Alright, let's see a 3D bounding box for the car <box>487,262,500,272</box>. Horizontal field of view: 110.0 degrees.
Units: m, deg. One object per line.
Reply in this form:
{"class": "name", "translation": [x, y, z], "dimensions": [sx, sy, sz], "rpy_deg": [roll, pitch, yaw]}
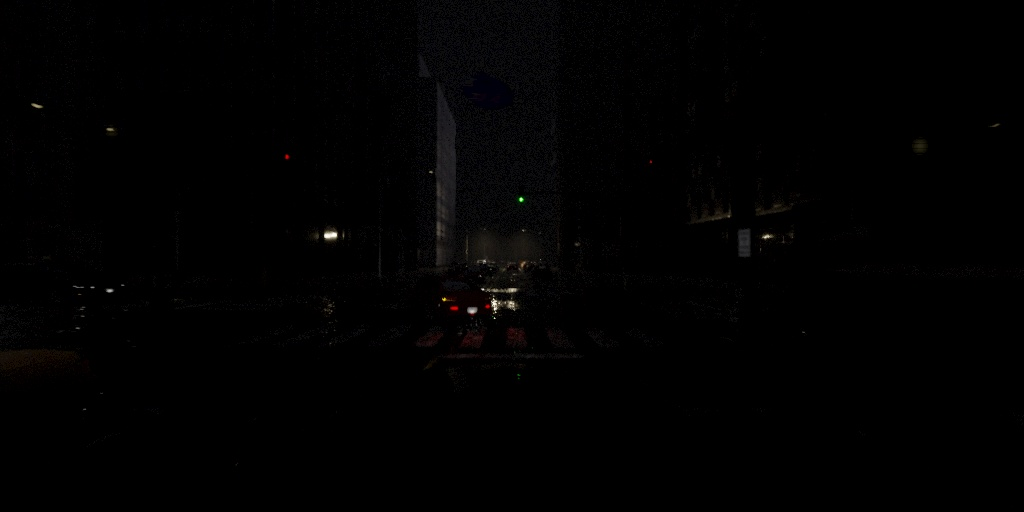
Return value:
{"class": "car", "translation": [-2.993, 1.744, 59.452], "dimensions": [1.837, 1.490, 4.892], "rpy_deg": [0, -1, 0]}

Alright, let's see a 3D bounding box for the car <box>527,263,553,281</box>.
{"class": "car", "translation": [2.766, 1.462, 34.238], "dimensions": [1.967, 1.591, 4.097], "rpy_deg": [0, 0, 0]}

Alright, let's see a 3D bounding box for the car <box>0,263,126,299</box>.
{"class": "car", "translation": [-17.821, 1.033, 13.739], "dimensions": [4.892, 1.490, 1.837], "rpy_deg": [1, 0, 0]}

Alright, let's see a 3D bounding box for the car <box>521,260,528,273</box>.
{"class": "car", "translation": [2.769, 1.712, 50.550], "dimensions": [2.007, 1.370, 4.403], "rpy_deg": [0, 0, 0]}

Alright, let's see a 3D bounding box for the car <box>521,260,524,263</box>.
{"class": "car", "translation": [2.769, 1.754, 55.988], "dimensions": [1.888, 1.381, 4.507], "rpy_deg": [0, 0, 0]}

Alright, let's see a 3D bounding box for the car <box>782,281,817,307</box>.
{"class": "car", "translation": [15.675, 1.691, 16.987], "dimensions": [5.008, 1.535, 1.882], "rpy_deg": [1, 0, 0]}

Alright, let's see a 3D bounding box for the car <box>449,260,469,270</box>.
{"class": "car", "translation": [-5.758, 1.384, 39.677], "dimensions": [2.192, 1.841, 5.009], "rpy_deg": [0, 0, 0]}

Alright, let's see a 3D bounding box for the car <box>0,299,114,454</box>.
{"class": "car", "translation": [-5.763, 1.280, 2.100], "dimensions": [1.751, 1.417, 4.829], "rpy_deg": [0, 0, 0]}

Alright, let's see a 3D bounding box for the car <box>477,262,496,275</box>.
{"class": "car", "translation": [-3.081, 1.627, 39.057], "dimensions": [1.994, 1.385, 4.181], "rpy_deg": [0, 0, 0]}

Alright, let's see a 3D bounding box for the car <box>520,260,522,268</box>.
{"class": "car", "translation": [2.770, 1.802, 61.425], "dimensions": [1.888, 1.381, 4.507], "rpy_deg": [0, 0, 0]}

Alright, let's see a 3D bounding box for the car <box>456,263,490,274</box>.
{"class": "car", "translation": [-3.096, 1.505, 29.090], "dimensions": [1.812, 1.442, 4.674], "rpy_deg": [0, 0, 0]}

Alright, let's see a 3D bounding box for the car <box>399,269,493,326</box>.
{"class": "car", "translation": [-2.323, 1.346, 12.122], "dimensions": [1.812, 1.442, 4.674], "rpy_deg": [2, -1, -31]}

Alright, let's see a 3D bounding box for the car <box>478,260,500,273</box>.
{"class": "car", "translation": [-3.027, 1.642, 49.162], "dimensions": [2.128, 1.511, 4.902], "rpy_deg": [0, 0, 1]}

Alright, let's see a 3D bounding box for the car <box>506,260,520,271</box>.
{"class": "car", "translation": [0.007, 1.847, 60.236], "dimensions": [1.895, 1.301, 4.718], "rpy_deg": [0, -1, 0]}

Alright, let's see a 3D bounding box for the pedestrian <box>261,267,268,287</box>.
{"class": "pedestrian", "translation": [-13.765, 1.176, 19.980], "dimensions": [0.500, 1.100, 0.500], "rpy_deg": [0, -2, 0]}
